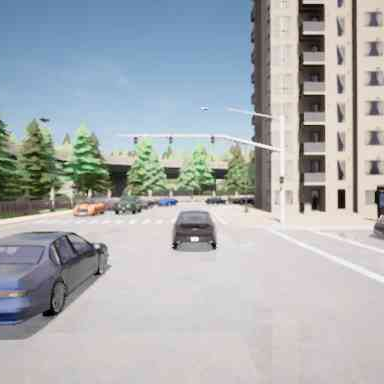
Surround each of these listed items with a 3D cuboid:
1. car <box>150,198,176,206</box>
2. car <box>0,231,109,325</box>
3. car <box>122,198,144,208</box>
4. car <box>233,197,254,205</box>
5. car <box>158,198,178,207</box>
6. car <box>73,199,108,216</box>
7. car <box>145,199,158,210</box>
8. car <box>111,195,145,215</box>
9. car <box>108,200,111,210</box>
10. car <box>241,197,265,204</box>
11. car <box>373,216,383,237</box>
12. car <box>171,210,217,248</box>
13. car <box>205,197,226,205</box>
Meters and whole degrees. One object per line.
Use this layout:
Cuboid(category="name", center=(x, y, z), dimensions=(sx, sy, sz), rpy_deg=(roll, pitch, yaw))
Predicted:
Cuboid(category="car", center=(-5.406, 1.794, 62.492), dimensions=(2.033, 1.411, 5.357), rpy_deg=(0, 0, 30))
Cuboid(category="car", center=(-3.393, 1.613, 7.575), dimensions=(2.033, 1.411, 5.357), rpy_deg=(0, 0, 0))
Cuboid(category="car", center=(-9.350, 1.755, 52.901), dimensions=(1.812, 1.442, 4.674), rpy_deg=(0, 0, 12))
Cuboid(category="car", center=(10.013, 1.675, 64.461), dimensions=(4.902, 1.511, 2.128), rpy_deg=(0, 0, -37))
Cuboid(category="car", center=(-4.090, 1.700, 57.415), dimensions=(1.882, 1.535, 5.008), rpy_deg=(0, 0, 21))
Cuboid(category="car", center=(-10.571, 1.520, 34.302), dimensions=(2.097, 1.767, 4.553), rpy_deg=(0, 0, 0))
Cuboid(category="car", center=(-6.803, 1.689, 47.288), dimensions=(2.128, 1.511, 4.902), rpy_deg=(0, 0, 6))
Cuboid(category="car", center=(-7.052, 1.385, 37.280), dimensions=(2.150, 2.045, 5.566), rpy_deg=(0, 0, 1))
Cuboid(category="car", center=(-10.455, 1.763, 42.941), dimensions=(1.994, 1.385, 4.181), rpy_deg=(0, 0, 1))
Cuboid(category="car", center=(12.976, 1.716, 70.454), dimensions=(4.674, 1.442, 1.812), rpy_deg=(0, 0, -24))
Cuboid(category="car", center=(11.392, 1.411, 16.205), dimensions=(4.553, 1.767, 2.097), rpy_deg=(0, 0, 1))
Cuboid(category="car", center=(0.102, 1.591, 15.306), dimensions=(1.837, 1.490, 4.892), rpy_deg=(0, 0, 0))
Cuboid(category="car", center=(4.656, 1.712, 64.314), dimensions=(1.837, 1.490, 4.892), rpy_deg=(0, 0, 43))
